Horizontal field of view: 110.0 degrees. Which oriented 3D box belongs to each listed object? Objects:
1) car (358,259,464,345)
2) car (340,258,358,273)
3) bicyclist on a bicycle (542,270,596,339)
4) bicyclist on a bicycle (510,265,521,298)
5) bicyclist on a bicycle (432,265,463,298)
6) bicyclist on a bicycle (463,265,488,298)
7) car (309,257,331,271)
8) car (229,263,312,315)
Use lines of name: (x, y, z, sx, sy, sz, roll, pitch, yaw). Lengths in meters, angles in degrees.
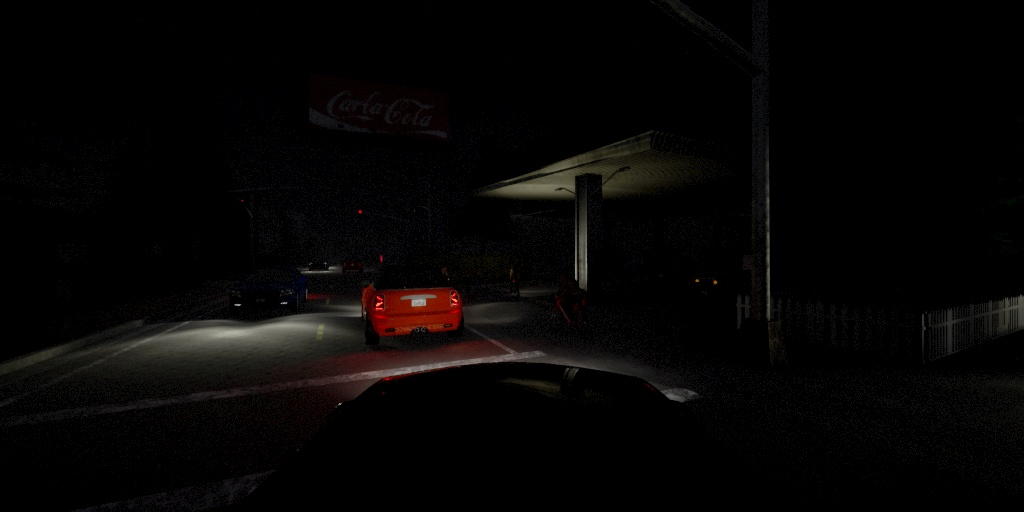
car: (-2.829, 1.002, 9.502, 2.097, 1.767, 4.553, 0, 0, -24)
car: (-18.817, 0.970, 42.160, 2.097, 1.767, 4.553, 0, 0, -25)
bicyclist on a bicycle: (1.403, 1.181, 8.962, 0.582, 1.620, 1.656, 3, -2, -45)
bicyclist on a bicycle: (0.156, 1.271, 18.132, 0.582, 1.620, 1.656, 0, 0, 14)
bicyclist on a bicycle: (-3.204, 1.237, 16.513, 1.656, 1.620, 0.582, 1, 0, 35)
bicyclist on a bicycle: (-1.948, 1.267, 17.941, 1.656, 1.620, 0.582, 1, 0, -23)
car: (-24.993, 0.975, 46.385, 2.097, 1.767, 4.553, 0, 0, -26)
car: (-8.951, 1.149, 13.517, 1.882, 1.535, 5.008, 1, -1, -25)
